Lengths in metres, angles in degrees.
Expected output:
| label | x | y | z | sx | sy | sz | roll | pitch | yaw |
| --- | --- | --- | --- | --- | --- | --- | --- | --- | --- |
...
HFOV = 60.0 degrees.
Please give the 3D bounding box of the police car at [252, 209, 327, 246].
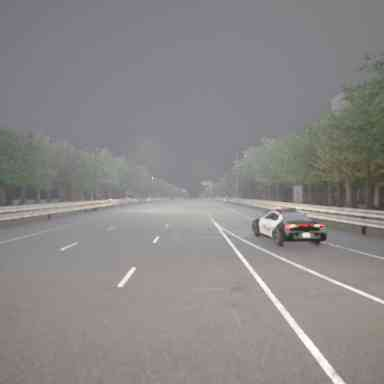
| label | x | y | z | sx | sy | sz | roll | pitch | yaw |
| --- | --- | --- | --- | --- | --- | --- | --- | --- | --- |
| police car | 4.389 | 1.589 | 15.988 | 2.038 | 1.542 | 4.974 | 0 | 0 | -7 |
